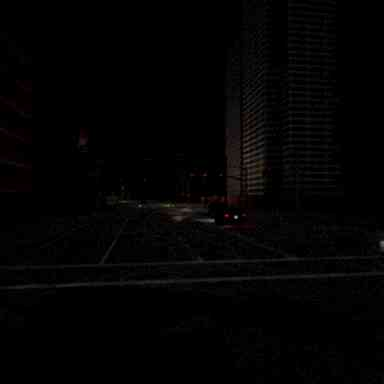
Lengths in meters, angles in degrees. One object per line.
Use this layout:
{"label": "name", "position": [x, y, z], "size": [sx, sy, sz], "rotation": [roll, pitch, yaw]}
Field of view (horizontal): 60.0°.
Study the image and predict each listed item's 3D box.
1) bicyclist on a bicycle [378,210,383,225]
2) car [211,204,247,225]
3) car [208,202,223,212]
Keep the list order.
{"label": "bicyclist on a bicycle", "position": [14.716, 1.675, 25.007], "size": [1.656, 1.620, 0.582], "rotation": [0, -1, -9]}
{"label": "car", "position": [3.252, 2.019, 28.652], "size": [1.994, 1.385, 4.181], "rotation": [0, -1, -9]}
{"label": "car", "position": [3.619, 2.251, 49.363], "size": [2.128, 1.511, 4.902], "rotation": [0, -1, -8]}
